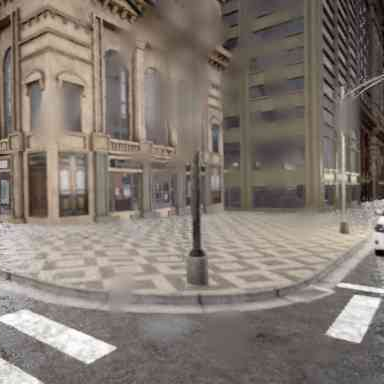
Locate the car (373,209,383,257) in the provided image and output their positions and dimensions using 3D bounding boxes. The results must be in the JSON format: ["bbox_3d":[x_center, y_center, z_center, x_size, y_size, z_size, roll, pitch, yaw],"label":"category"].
[{"bbox_3d":[8.322,1.204,12.419,2.150,2.045,5.566,-1,0,37],"label":"car"}]
